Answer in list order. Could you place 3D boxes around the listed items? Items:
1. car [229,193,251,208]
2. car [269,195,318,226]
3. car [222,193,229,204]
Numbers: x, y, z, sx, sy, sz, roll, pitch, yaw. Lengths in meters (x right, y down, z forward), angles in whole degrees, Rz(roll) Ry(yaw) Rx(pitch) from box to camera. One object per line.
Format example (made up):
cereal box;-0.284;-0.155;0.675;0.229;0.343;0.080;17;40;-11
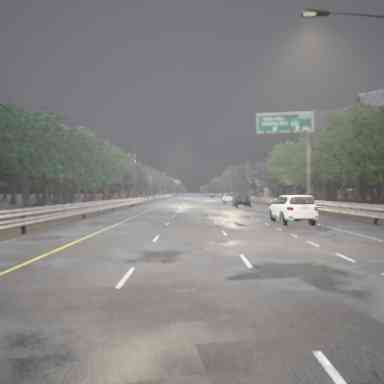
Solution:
car;7.103;1.214;48.157;2.150;2.045;5.566;0;0;0
car;7.033;1.224;23.503;2.150;2.045;5.566;0;0;0
car;7.149;1.212;65.201;2.150;2.045;5.566;0;0;0
